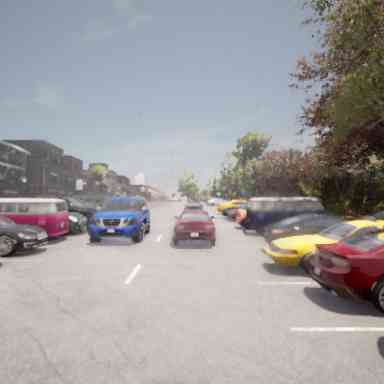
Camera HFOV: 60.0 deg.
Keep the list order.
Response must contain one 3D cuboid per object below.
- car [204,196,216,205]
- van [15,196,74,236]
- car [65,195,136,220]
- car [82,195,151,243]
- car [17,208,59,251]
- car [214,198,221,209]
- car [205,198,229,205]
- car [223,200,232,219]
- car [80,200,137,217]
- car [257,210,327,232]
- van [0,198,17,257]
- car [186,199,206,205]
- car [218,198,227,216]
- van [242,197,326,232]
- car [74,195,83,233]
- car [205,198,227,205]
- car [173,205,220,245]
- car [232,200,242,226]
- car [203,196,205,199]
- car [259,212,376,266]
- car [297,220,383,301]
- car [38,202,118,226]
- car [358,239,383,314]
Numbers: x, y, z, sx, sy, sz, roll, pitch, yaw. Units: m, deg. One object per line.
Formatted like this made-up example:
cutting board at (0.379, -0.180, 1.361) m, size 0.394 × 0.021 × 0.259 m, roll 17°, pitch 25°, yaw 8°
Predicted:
car at (5.212, 1.965, 63.279) m, size 4.674 × 1.452 × 2.002 m, roll 0°, pitch -1°, yaw 0°
van at (-8.100, 1.280, 15.252) m, size 4.442 × 1.987 × 1.878 m, roll 0°, pitch 0°, yaw 0°
car at (-7.928, 1.308, 29.267) m, size 5.566 × 2.045 × 2.435 m, roll 0°, pitch 0°, yaw 0°
car at (-3.336, 1.250, 16.465) m, size 2.150 × 2.045 × 5.566 m, roll 0°, pitch 0°, yaw 0°
car at (-7.993, 1.502, 12.448) m, size 4.892 × 1.521 × 2.231 m, roll 0°, pitch 0°, yaw 0°
car at (5.132, 1.605, 34.796) m, size 5.008 × 1.535 × 2.097 m, roll 0°, pitch -1°, yaw 0°
car at (5.226, 2.000, 69.701) m, size 4.892 × 1.521 × 2.231 m, roll 0°, pitch -1°, yaw 0°
car at (5.118, 1.585, 26.441) m, size 4.674 × 1.452 × 2.002 m, roll 0°, pitch 0°, yaw 0°
car at (-7.956, 1.581, 32.067) m, size 4.892 × 1.521 × 2.231 m, roll 0°, pitch 0°, yaw 0°
car at (5.091, 1.543, 12.520) m, size 4.674 × 1.452 × 2.002 m, roll 0°, pitch 0°, yaw 0°
van at (-7.873, 1.270, 9.645) m, size 4.442 × 1.987 × 1.878 m, roll 0°, pitch 0°, yaw 0°
car at (0.144, 1.622, 31.443) m, size 1.812 × 1.442 × 4.674 m, roll 0°, pitch 0°, yaw 0°
car at (5.128, 1.561, 29.228) m, size 5.008 × 1.535 × 2.097 m, roll 0°, pitch 0°, yaw 0°
van at (5.216, 1.288, 18.093) m, size 4.442 × 1.987 × 1.878 m, roll 0°, pitch 0°, yaw 0°
car at (-7.947, 1.268, 20.857) m, size 5.566 × 2.045 × 2.435 m, roll 0°, pitch 0°, yaw 0°
car at (5.237, 2.076, 72.977) m, size 4.674 × 1.452 × 2.002 m, roll 0°, pitch -1°, yaw 0°
car at (0.111, 1.554, 15.644) m, size 1.812 × 1.442 × 4.674 m, roll 0°, pitch 0°, yaw 0°
car at (5.073, 1.396, 20.873) m, size 4.553 × 1.767 × 2.185 m, roll 0°, pitch 0°, yaw 0°
car at (5.228, 1.961, 66.428) m, size 5.008 × 1.535 × 2.097 m, roll 0°, pitch -1°, yaw 0°
car at (4.905, 1.495, 9.735) m, size 5.366 × 1.575 × 1.946 m, roll 0°, pitch 0°, yaw 0°
car at (5.083, 1.493, 6.949) m, size 5.008 × 1.535 × 2.097 m, roll 0°, pitch 0°, yaw 0°
car at (-7.964, 1.530, 23.662) m, size 4.892 × 1.521 × 2.231 m, roll 0°, pitch 0°, yaw 0°
car at (5.057, 1.518, 4.164) m, size 4.792 × 1.488 × 2.163 m, roll 0°, pitch 0°, yaw 0°
